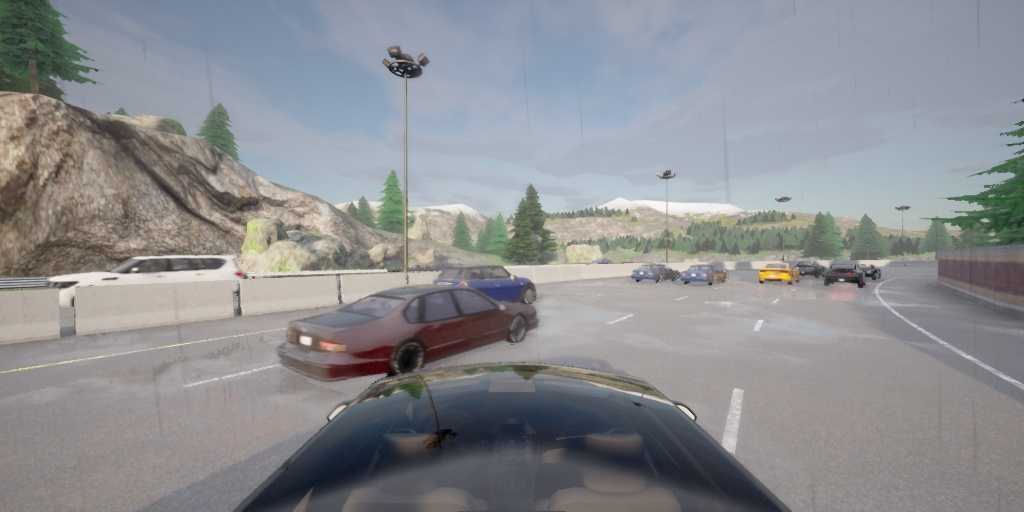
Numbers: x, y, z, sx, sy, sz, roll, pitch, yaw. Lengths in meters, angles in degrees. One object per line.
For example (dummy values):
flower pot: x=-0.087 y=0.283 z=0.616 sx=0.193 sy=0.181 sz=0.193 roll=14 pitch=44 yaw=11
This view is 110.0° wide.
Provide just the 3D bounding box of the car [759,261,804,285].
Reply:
car: x=19.697 y=1.228 z=26.361 sx=5.008 sy=1.535 sz=1.882 roll=0 pitch=0 yaw=-44

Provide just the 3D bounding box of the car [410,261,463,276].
car: x=-8.013 y=1.297 z=38.459 sx=2.033 sy=1.411 sz=5.357 roll=0 pitch=0 yaw=42

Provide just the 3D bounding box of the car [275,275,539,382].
car: x=-1.551 y=1.297 z=7.298 sx=2.033 sy=1.411 sz=5.357 roll=0 pitch=0 yaw=36

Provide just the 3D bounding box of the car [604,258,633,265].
car: x=14.079 y=1.151 z=45.070 sx=4.718 sy=1.301 sz=1.895 roll=0 pitch=0 yaw=-40

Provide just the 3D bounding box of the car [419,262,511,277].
car: x=-0.986 y=1.101 z=13.812 sx=2.097 sy=1.767 sz=4.553 roll=0 pitch=0 yaw=38

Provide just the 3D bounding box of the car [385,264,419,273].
car: x=-8.886 y=1.351 z=32.207 sx=1.895 sy=1.301 sz=4.718 roll=0 pitch=0 yaw=41

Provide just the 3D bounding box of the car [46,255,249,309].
car: x=-13.960 y=0.971 z=14.144 sx=2.150 sy=2.045 sz=5.566 roll=0 pitch=0 yaw=34

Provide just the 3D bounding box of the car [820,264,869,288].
car: x=22.454 y=1.255 z=24.155 sx=4.892 sy=1.490 sz=1.837 roll=0 pitch=0 yaw=-43

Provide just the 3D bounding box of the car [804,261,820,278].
car: x=27.621 y=1.241 z=33.254 sx=4.902 sy=1.511 sz=2.128 roll=0 pitch=0 yaw=-39

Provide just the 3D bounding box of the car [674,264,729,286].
car: x=13.787 y=1.298 z=25.537 sx=2.033 sy=1.411 sz=5.357 roll=0 pitch=0 yaw=45

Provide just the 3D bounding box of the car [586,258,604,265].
car: x=11.856 y=0.928 z=47.773 sx=4.674 sy=1.442 sz=1.812 roll=0 pitch=0 yaw=-40

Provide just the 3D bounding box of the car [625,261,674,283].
car: x=11.213 y=1.297 z=27.911 sx=2.033 sy=1.411 sz=5.357 roll=0 pitch=0 yaw=45

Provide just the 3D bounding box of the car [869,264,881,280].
car: x=30.379 y=1.351 z=31.004 sx=4.718 sy=1.301 sz=1.895 roll=0 pitch=0 yaw=-39

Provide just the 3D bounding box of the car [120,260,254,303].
car: x=-15.742 y=1.102 z=17.640 sx=2.097 sy=1.767 sz=4.553 roll=0 pitch=0 yaw=35
